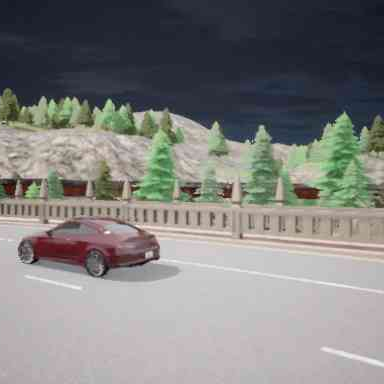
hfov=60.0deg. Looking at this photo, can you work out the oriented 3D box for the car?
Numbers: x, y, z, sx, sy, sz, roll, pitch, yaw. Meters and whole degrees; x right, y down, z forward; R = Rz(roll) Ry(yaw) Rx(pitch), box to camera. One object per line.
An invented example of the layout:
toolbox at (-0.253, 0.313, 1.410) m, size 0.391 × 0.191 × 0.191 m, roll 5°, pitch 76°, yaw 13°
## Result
car at (-3.092, 1.448, 9.818) m, size 4.674 × 1.442 × 1.812 m, roll 0°, pitch 0°, yaw 31°
